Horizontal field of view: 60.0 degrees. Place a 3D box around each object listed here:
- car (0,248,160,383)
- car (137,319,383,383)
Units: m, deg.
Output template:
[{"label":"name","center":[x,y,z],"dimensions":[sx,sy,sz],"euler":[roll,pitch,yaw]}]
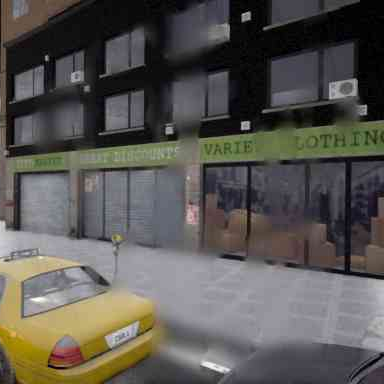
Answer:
[{"label":"car","center":[-2.634,1.524,4.972],"dimensions":[4.829,1.417,1.752],"euler":[0,1,36]},{"label":"car","center":[2.047,1.551,1.624],"dimensions":[4.403,1.369,2.008],"euler":[0,1,36]}]
